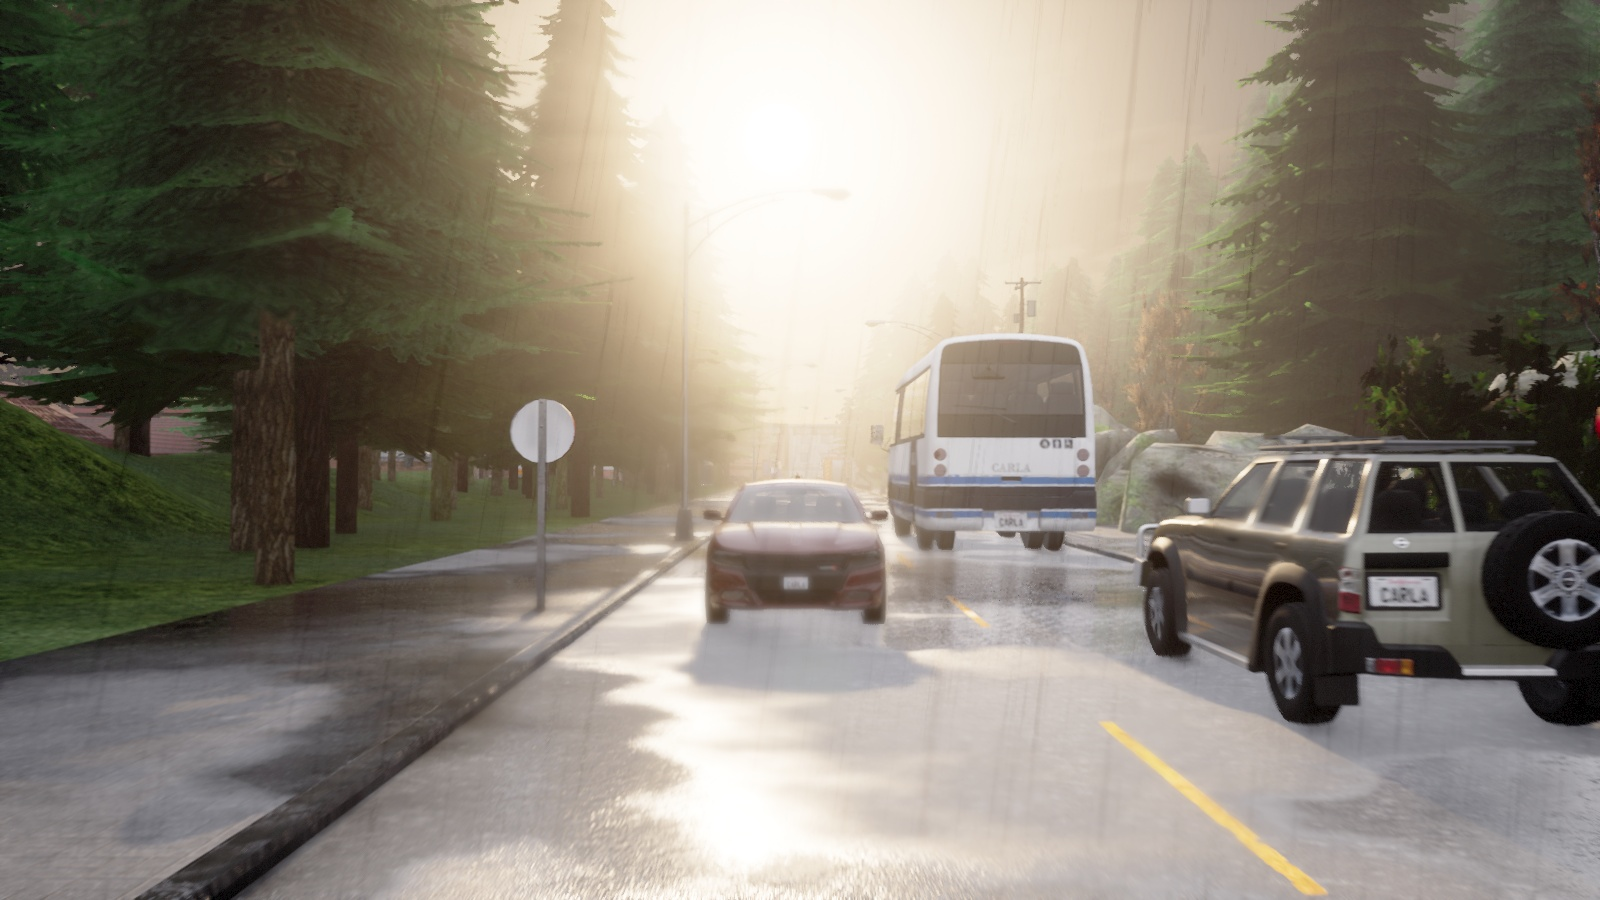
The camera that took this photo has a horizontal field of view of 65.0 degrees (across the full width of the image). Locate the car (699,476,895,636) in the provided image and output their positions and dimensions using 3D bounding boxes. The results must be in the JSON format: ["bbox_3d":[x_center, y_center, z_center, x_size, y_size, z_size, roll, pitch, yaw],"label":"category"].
[{"bbox_3d":[-0.036,1.074,14.647,1.882,1.535,5.008,0,-1,0],"label":"car"}]

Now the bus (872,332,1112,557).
[{"bbox_3d":[3.935,-0.025,28.971,3.944,4.253,10.273,0,-1,0],"label":"bus"}]

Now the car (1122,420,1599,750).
[{"bbox_3d":[3.976,0.798,9.404,1.932,1.855,4.605,0,-1,0],"label":"car"}]
